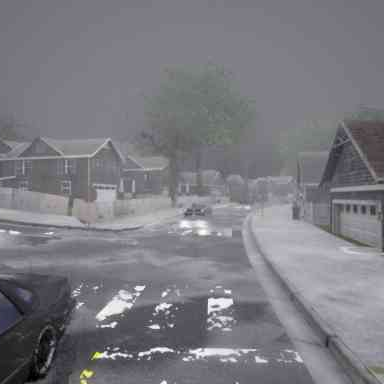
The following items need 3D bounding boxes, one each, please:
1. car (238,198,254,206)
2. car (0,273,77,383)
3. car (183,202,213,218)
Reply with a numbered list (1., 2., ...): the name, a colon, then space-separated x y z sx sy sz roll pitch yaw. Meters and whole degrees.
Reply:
1. car: 9.036 1.594 55.600 1.895 1.301 4.718 0 0 23
2. car: -2.696 1.559 2.738 2.033 1.411 5.357 0 0 1
3. car: 0.595 1.579 29.466 1.895 1.301 4.718 0 0 12
